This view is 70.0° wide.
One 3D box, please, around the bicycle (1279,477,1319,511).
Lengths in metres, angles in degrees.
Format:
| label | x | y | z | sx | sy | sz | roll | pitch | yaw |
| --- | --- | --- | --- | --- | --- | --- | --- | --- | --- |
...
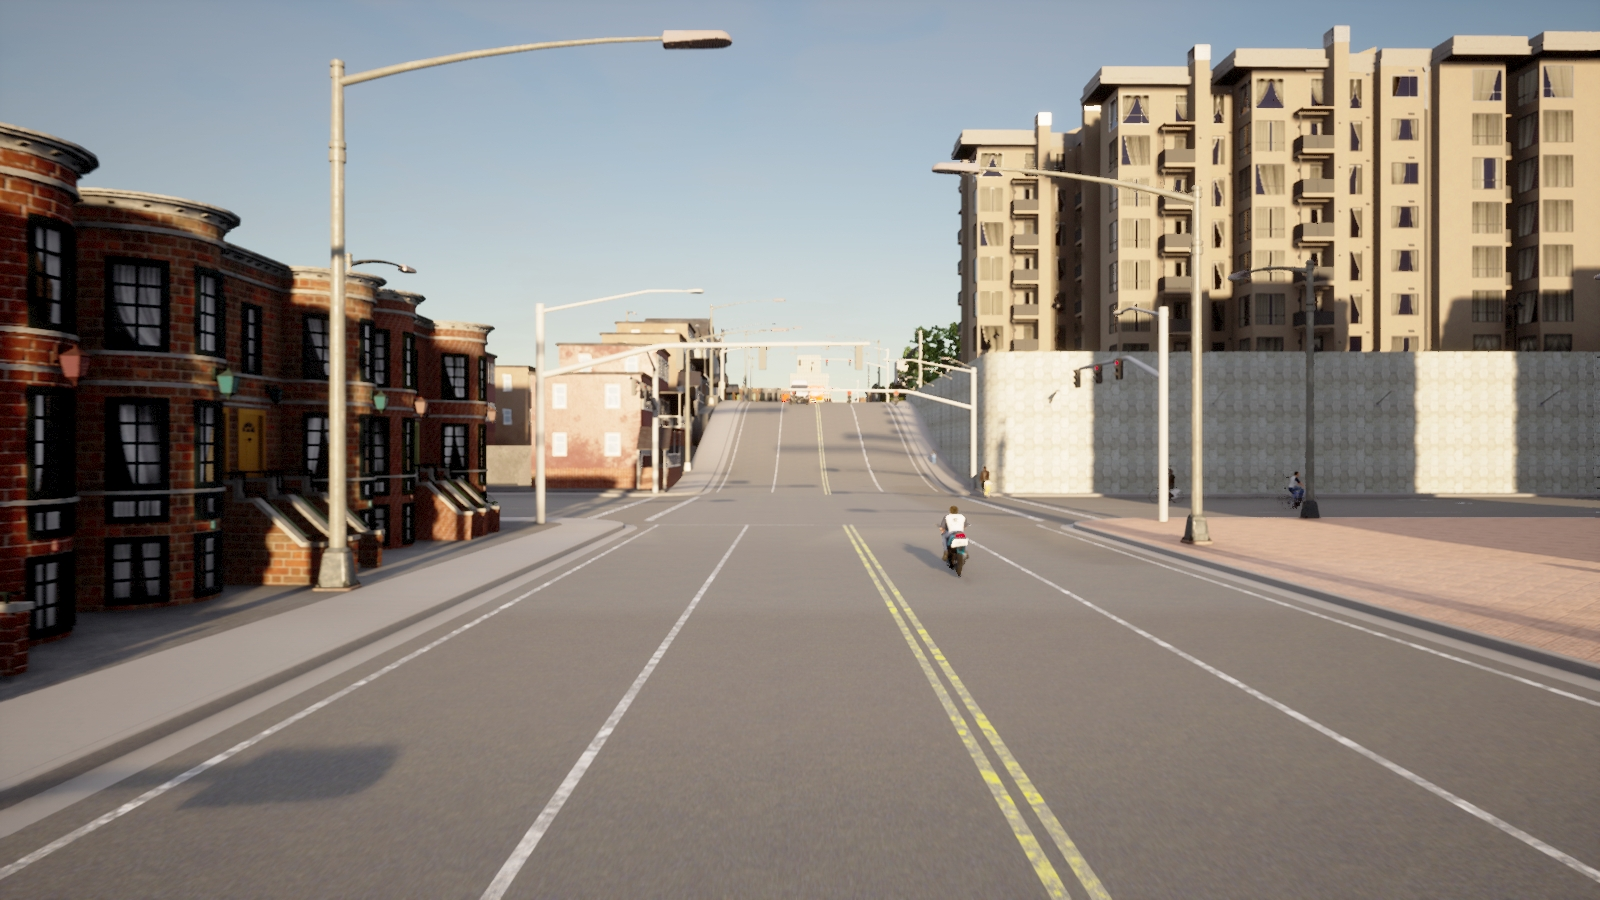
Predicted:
| label | x | y | z | sx | sy | sz | roll | pitch | yaw |
| --- | --- | --- | --- | --- | --- | --- | --- | --- | --- |
| bicycle | 23.069 | 2.023 | 52.818 | 1.643 | 1.521 | 0.373 | 0 | 0 | 1 |

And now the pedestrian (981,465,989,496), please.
| label | x | y | z | sx | sy | sz | roll | pitch | yaw |
| --- | --- | --- | --- | --- | --- | --- | --- | --- | --- |
| pedestrian | 10.992 | 1.823 | 67.857 | 0.375 | 1.860 | 0.375 | 0 | 0 | -4 |

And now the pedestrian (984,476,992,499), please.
| label | x | y | z | sx | sy | sz | roll | pitch | yaw |
| --- | --- | --- | --- | --- | --- | --- | --- | --- | --- |
| pedestrian | 10.642 | 2.104 | 64.722 | 0.375 | 1.300 | 0.375 | 0 | 0 | -10 |

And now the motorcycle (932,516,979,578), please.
| label | x | y | z | sx | sy | sz | roll | pitch | yaw |
| --- | --- | --- | --- | --- | --- | --- | --- | --- | --- |
| motorcycle | 3.500 | 2.163 | 25.858 | 0.803 | 1.224 | 2.033 | 0 | 0 | 0 |

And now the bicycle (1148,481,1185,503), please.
| label | x | y | z | sx | sy | sz | roll | pitch | yaw |
| --- | --- | --- | --- | --- | --- | --- | --- | --- | --- |
| bicycle | 19.148 | 2.210 | 59.747 | 1.835 | 1.126 | 0.329 | 0 | 0 | 0 |
